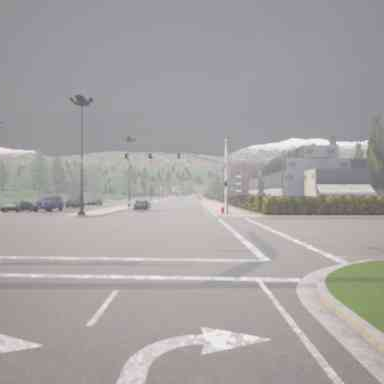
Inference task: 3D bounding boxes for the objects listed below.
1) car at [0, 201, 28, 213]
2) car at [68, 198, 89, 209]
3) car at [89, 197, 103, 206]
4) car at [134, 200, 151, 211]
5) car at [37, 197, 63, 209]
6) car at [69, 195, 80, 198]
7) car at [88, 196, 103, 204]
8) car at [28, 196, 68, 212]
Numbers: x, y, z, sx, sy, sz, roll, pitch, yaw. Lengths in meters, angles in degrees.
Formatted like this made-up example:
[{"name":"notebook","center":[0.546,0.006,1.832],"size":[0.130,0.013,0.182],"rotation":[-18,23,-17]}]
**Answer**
[{"name":"car","center":[-22.092,1.847,42.611],"size":[2.033,1.411,5.357],"rotation":[0,0,3]},{"name":"car","center":[-18.622,1.975,53.256],"size":[1.895,1.301,4.718],"rotation":[0,0,0]},{"name":"car","center":[-18.574,1.994,63.690],"size":[2.033,1.411,5.357],"rotation":[0,0,0]},{"name":"car","center":[-6.952,1.821,46.852],"size":[2.128,1.511,4.902],"rotation":[0,0,0]},{"name":"car","center":[-22.125,1.719,52.146],"size":[2.097,1.767,4.553],"rotation":[0,0,0]},{"name":"car","center":[-22.080,1.661,62.738],"size":[2.150,2.045,5.566],"rotation":[0,0,1]},{"name":"car","center":[-21.988,1.878,75.894],"size":[2.097,1.767,4.553],"rotation":[0,0,0]},{"name":"car","center":[-18.620,1.526,43.295],"size":[2.150,2.045,5.566],"rotation":[0,0,1]}]
